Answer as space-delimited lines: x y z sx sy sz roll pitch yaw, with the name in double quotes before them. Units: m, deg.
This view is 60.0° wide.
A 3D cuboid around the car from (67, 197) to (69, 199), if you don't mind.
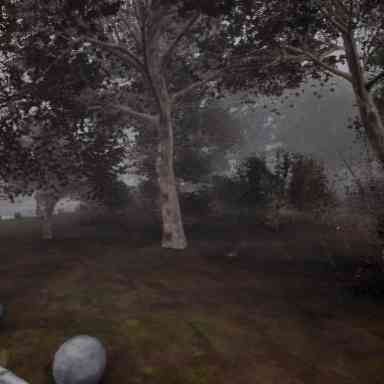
"car" -20.800 0.849 61.774 1.946 1.575 5.366 -1 3 32
